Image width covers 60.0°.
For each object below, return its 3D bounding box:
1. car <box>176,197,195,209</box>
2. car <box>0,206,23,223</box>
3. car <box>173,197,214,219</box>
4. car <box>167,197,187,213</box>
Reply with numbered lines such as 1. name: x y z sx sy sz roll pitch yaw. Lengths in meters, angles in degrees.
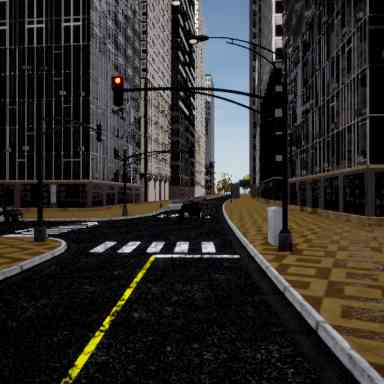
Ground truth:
1. car: -0.788 1.451 46.177 2.128 1.511 4.902 0 0 5
2. car: -16.497 1.854 28.020 4.403 1.369 2.008 -1 1 10
3. car: 0.434 1.484 28.763 1.837 1.490 4.892 2 1 22
4. car: -1.597 1.576 36.867 1.895 1.301 4.718 0 0 4
